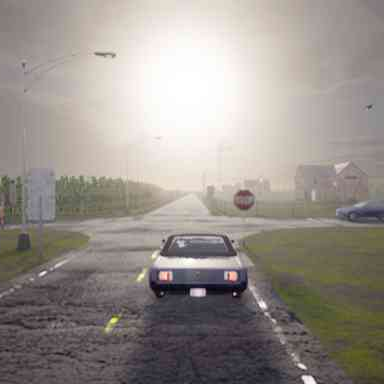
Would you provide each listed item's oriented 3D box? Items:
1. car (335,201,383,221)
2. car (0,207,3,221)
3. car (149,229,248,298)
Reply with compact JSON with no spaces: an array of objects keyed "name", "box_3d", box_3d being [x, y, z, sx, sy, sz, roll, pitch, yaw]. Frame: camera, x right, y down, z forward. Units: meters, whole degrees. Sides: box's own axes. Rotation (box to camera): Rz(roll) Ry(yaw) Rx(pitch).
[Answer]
[{"name":"car","box_3d":[13.263,1.379,25.056,4.674,1.442,1.812,-1,0,0]},{"name":"car","box_3d":[-17.153,1.479,25.636,4.553,1.767,2.097,-1,0,3]},{"name":"car","box_3d":[0.153,1.592,8.432,1.895,1.301,4.718,0,0,1]}]
